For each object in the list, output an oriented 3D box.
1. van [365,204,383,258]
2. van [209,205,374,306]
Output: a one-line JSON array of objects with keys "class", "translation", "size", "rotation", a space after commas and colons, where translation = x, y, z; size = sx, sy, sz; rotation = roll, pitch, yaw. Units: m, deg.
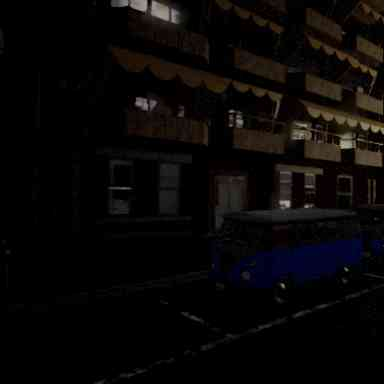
[{"class": "van", "translation": [6.771, 1.278, 10.904], "size": [3.998, 1.788, 1.690], "rotation": [0, 2, -35]}, {"class": "van", "translation": [2.269, 1.307, 7.689], "size": [3.998, 1.788, 1.690], "rotation": [0, 2, -35]}]
